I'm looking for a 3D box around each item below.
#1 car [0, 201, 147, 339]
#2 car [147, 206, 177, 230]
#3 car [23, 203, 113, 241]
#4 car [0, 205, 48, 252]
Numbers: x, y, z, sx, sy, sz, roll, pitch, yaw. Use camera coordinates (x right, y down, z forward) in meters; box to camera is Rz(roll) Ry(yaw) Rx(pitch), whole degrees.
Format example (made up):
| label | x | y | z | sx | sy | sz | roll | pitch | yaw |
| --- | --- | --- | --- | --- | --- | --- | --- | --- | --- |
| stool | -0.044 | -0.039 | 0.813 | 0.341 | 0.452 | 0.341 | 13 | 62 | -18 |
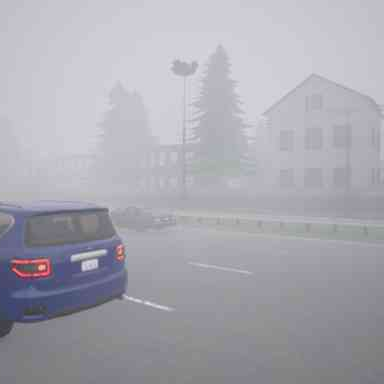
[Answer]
| label | x | y | z | sx | sy | sz | roll | pitch | yaw |
| --- | --- | --- | --- | --- | --- | --- | --- | --- | --- |
| car | -3.737 | 1.190 | 6.643 | 5.566 | 2.045 | 2.150 | 0 | 0 | 36 |
| car | -3.400 | 1.482 | 19.316 | 5.357 | 1.411 | 2.033 | 0 | 0 | 36 |
| car | -6.514 | 1.407 | 17.236 | 5.008 | 1.535 | 1.882 | 1 | 0 | 36 |
| car | -8.521 | 1.406 | 14.368 | 5.008 | 1.535 | 1.882 | 1 | 0 | 36 |
